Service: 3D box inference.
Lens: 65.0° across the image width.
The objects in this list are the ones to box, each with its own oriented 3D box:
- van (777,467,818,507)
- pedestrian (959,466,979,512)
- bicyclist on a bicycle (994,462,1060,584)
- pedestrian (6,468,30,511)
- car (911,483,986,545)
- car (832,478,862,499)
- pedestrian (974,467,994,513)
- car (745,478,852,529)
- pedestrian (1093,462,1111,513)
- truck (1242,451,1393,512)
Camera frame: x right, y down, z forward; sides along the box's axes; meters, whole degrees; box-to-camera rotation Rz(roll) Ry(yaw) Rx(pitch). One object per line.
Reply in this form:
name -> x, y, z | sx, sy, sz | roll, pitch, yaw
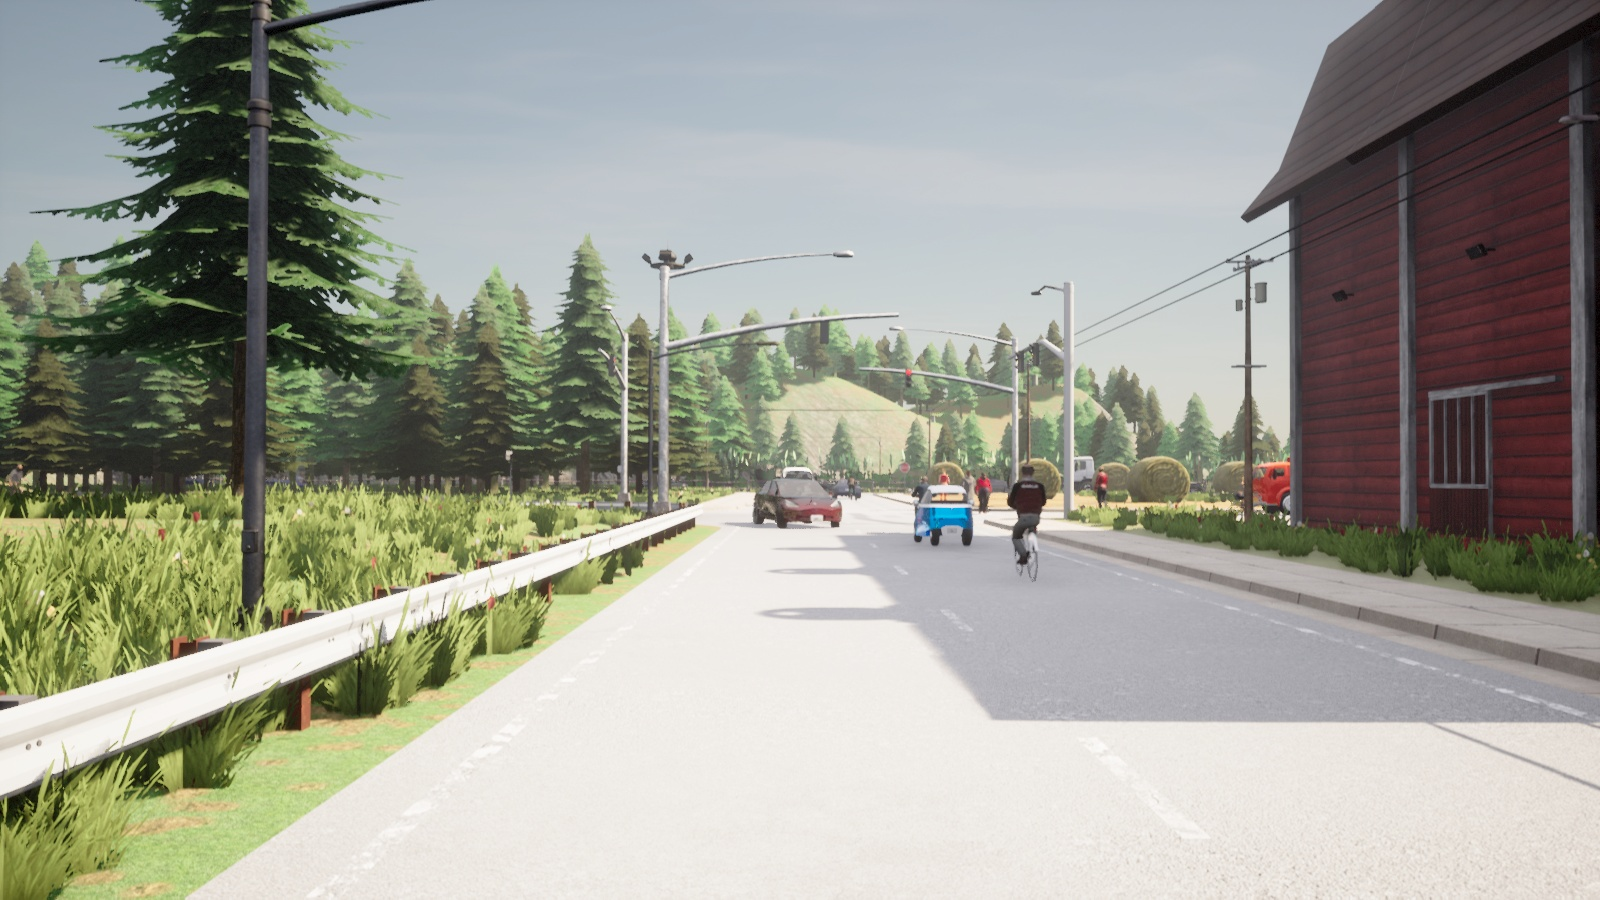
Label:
van -> -0.146, 1.918, 66.452 | 2.069, 2.038, 4.480 | 0, -1, 0
pedestrian -> 7.305, 1.688, 54.253 | 0.659, 1.952, 0.873 | 0, -1, -6
bicyclist on a bicycle -> 3.458, 1.076, 19.269 | 0.659, 1.776, 1.843 | 0, -1, 0
pedestrian -> -34.501, 1.739, 55.398 | 0.694, 1.848, 0.540 | 0, -1, 1
car -> 3.436, 1.469, 29.385 | 1.481, 1.376, 2.207 | 0, -1, 0
car -> 3.306, 2.707, 88.863 | 1.994, 1.385, 4.181 | 0, -1, 0
pedestrian -> 7.556, 1.630, 51.501 | 0.634, 1.844, 0.899 | 0, -1, -4
car -> -0.128, 1.634, 39.436 | 2.163, 1.488, 4.792 | 0, -1, -15
pedestrian -> 10.963, 1.353, 45.558 | 0.331, 1.846, 0.636 | 0, -1, -18
truck -> 21.535, 1.300, 52.426 | 5.204, 2.467, 2.627 | 0, -1, -1
